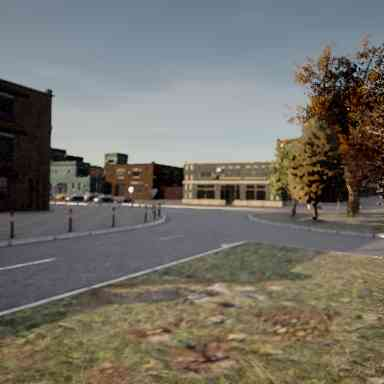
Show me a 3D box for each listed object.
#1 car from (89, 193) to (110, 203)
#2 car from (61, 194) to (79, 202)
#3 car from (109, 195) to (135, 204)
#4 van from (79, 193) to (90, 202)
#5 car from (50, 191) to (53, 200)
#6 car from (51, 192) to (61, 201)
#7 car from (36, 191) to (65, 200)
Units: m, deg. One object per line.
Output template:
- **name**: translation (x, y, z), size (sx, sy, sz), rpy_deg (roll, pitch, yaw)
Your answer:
- **car**: translation (-17.875, 1.332, 67.820), size (2.185, 1.767, 4.553), rpy_deg (1, 0, 30)
- **car**: translation (-25.114, 1.146, 71.967), size (2.185, 1.767, 4.553), rpy_deg (2, 0, 30)
- **car**: translation (-13.193, 1.586, 65.066), size (2.163, 1.488, 4.792), rpy_deg (1, -1, 30)
- **van**: translation (-20.468, 1.170, 69.138), size (1.878, 1.987, 4.442), rpy_deg (1, 0, 30)
- **car**: translation (-29.951, 1.138, 74.707), size (2.231, 1.521, 4.892), rpy_deg (2, 0, 30)
- **car**: translation (-27.654, 1.201, 73.378), size (2.097, 1.535, 5.008), rpy_deg (2, 0, 30)
- **car**: translation (-32.342, 0.819, 76.109), size (2.435, 2.045, 5.566), rpy_deg (2, 0, 30)
